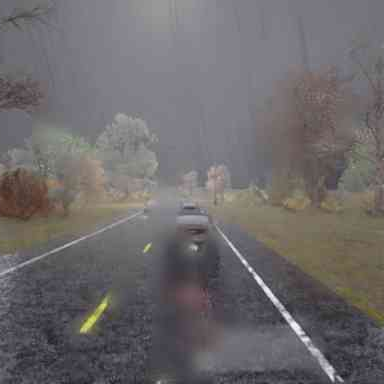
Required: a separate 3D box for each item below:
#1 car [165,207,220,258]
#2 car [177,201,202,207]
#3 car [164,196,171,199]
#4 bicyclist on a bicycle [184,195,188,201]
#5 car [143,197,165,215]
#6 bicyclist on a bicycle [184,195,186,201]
[{"bbox_3d":[0.013,1.533,12.923,1.837,1.490,4.892,0,0,0],"label":"car"},{"bbox_3d":[-0.235,1.569,28.731,1.837,1.490,4.892,0,0,-1],"label":"car"},{"bbox_3d":[-5.768,1.487,78.120,1.812,1.442,4.674,0,0,-3],"label":"car"},{"bbox_3d":[-1.289,1.621,77.953,0.582,1.620,1.656,0,0,-3],"label":"bicyclist on a bicycle"},{"bbox_3d":[-4.093,1.606,35.707,1.812,1.442,4.674,0,0,-1],"label":"car"},{"bbox_3d":[-1.833,1.639,86.955,0.582,1.620,1.656,0,0,-4],"label":"bicyclist on a bicycle"}]
